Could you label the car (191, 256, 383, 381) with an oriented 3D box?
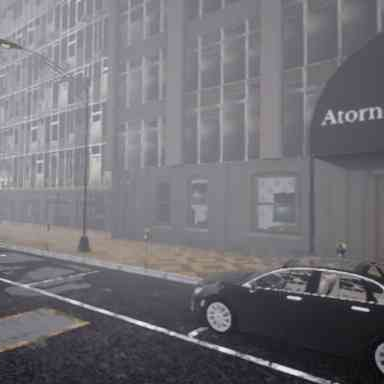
[{"bbox_3d":[1.993,1.749,5.475,4.403,1.369,2.008,-1,-2,37],"label":"car"}]
